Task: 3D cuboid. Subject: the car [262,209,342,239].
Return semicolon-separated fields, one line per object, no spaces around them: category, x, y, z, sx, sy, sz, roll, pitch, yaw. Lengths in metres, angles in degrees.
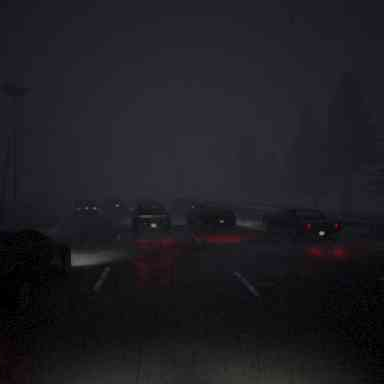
car;5.162;1.463;16.501;1.895;1.301;4.718;0;0;-11

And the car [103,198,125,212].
car;-8.233;1.313;34.728;1.994;1.385;4.181;0;0;-25

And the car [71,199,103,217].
car;-9.304;1.344;28.743;2.033;1.411;5.357;0;0;-22

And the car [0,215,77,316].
car;-4.041;1.477;7.175;1.812;1.442;4.674;0;1;-6

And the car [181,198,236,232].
car;0.951;1.327;19.295;1.882;1.535;5.008;0;0;-13

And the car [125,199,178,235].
car;-2.361;1.356;18.161;2.128;1.511;4.902;0;0;-13

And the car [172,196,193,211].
car;-0.817;1.234;35.340;1.837;1.490;4.892;0;0;-23

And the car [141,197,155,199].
car;-4.799;1.260;35.678;1.812;1.442;4.674;0;0;-25
